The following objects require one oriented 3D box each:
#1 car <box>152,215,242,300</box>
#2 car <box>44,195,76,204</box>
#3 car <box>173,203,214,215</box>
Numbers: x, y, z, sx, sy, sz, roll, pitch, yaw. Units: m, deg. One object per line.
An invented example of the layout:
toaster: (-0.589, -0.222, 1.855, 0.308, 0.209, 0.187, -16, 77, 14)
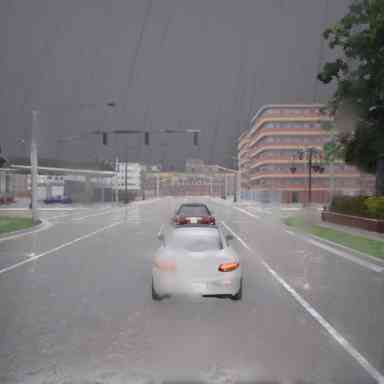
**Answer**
car: (0.095, 1.526, 8.232, 1.812, 1.442, 4.674, 0, 0, 0)
car: (-23.380, 1.295, 57.957, 4.611, 1.667, 2.242, 0, 0, 1)
car: (0.081, 1.352, 17.225, 2.097, 1.767, 4.553, 0, 0, 0)
